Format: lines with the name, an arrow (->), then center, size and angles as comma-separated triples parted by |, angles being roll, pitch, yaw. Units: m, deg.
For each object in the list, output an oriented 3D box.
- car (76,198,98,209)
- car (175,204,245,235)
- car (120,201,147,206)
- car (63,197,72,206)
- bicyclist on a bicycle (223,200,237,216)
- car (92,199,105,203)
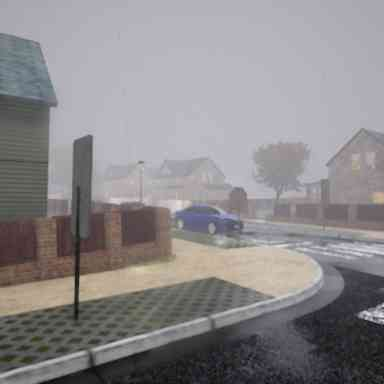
car -> -15.426, 1.671, 48.880 | 1.812, 1.442, 4.674 | 2, -1, -34
car -> 0.897, 1.486, 18.948 | 1.882, 1.535, 5.008 | 2, -1, -33
car -> -4.661, 1.536, 27.326 | 1.837, 1.490, 4.892 | 2, -1, -33
car -> -20.840, 1.659, 57.034 | 1.837, 1.490, 4.892 | 2, -1, -33
bicyclist on a bicycle -> 2.938, 1.473, 26.472 | 1.656, 1.620, 0.582 | 1, -1, -34
car -> -10.277, 1.578, 35.808 | 1.812, 1.442, 4.674 | 2, -1, -33
